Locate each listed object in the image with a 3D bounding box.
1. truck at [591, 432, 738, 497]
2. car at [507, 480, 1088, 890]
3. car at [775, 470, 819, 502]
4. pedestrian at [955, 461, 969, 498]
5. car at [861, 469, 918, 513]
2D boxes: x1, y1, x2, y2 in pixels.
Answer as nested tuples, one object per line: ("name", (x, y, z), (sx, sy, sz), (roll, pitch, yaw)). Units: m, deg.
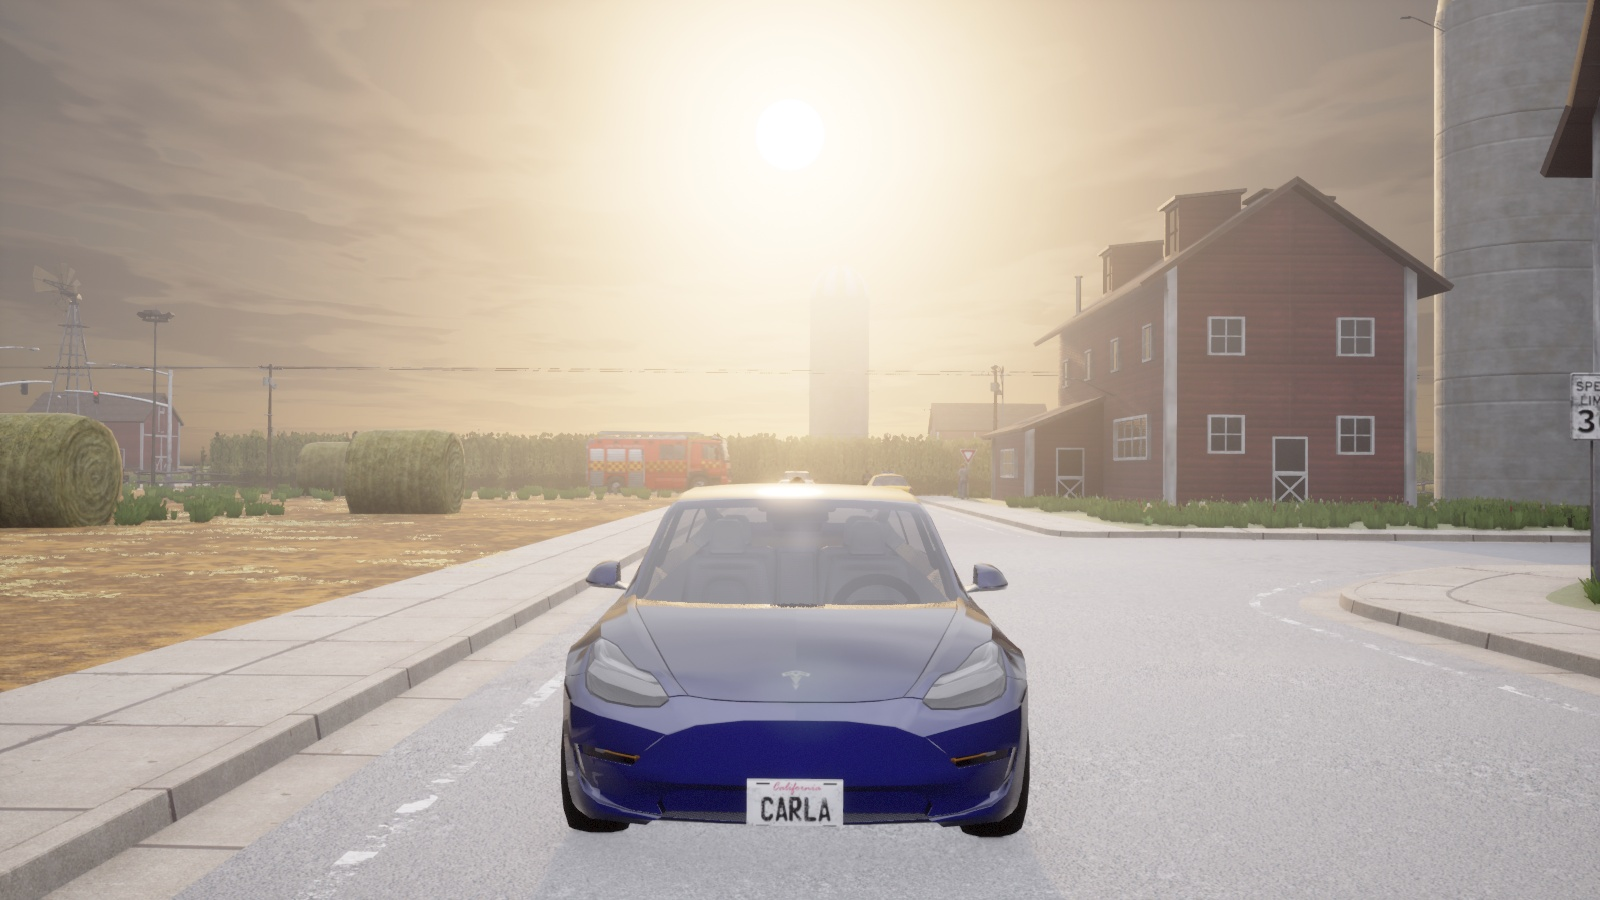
("truck", (-8.123, 0.888, 75.886), (8.468, 3.827, 2.891), (0, -1, 3))
("car", (-0.011, 0.931, 7.078), (2.163, 1.488, 4.792), (0, -1, 0))
("car", (-0.159, 1.769, 62.277), (2.128, 1.511, 4.902), (0, -1, 0))
("pedestrian", (8.045, 1.480, 62.391), (0.354, 1.836, 0.706), (0, -1, -22))
("car", (3.387, 1.532, 48.429), (1.801, 1.575, 5.366), (0, -1, 0))
